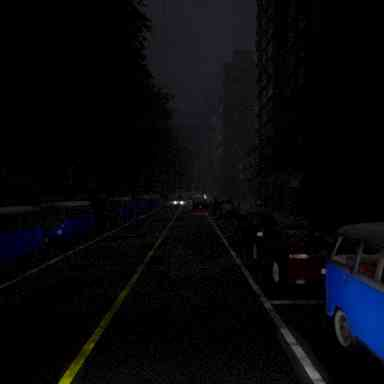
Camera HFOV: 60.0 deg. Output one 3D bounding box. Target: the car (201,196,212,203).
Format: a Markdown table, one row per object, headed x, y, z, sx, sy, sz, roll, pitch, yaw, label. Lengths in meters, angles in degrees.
| x | y | z | sx | sy | sz | roll | pitch | yaw | label |
| --- | --- | --- | --- | --- | --- | --- | --- | --- | --- |
| 2.856 | 1.459 | 65.870 | 1.887 | 1.381 | 4.507 | 0 | 0 | 0 | car |

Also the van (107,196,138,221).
| x | y | z | sx | sy | sz | roll | pitch | yaw | label |
| --- | --- | --- | --- | --- | --- | --- | --- | --- | --- |
| -5.671 | 1.325 | 26.229 | 1.690 | 1.788 | 3.998 | 0 | 0 | 0 | van |

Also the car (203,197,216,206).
| x | y | z | sx | sy | sz | roll | pitch | yaw | label |
| --- | --- | --- | --- | --- | --- | --- | --- | --- | --- |
| 2.855 | 1.521 | 54.549 | 1.802 | 1.307 | 4.206 | 0 | 0 | 0 | car |

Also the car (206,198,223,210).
| x | y | z | sx | sy | sz | roll | pitch | yaw | label |
| --- | --- | --- | --- | --- | --- | --- | --- | --- | --- |
| 2.855 | 1.505 | 43.228 | 1.887 | 1.381 | 4.507 | 0 | 0 | 0 | car |

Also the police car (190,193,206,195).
| x | y | z | sx | sy | sz | roll | pitch | yaw | label |
| --- | --- | --- | --- | --- | --- | --- | --- | --- | --- |
| 0.900 | 1.376 | 48.971 | 1.930 | 1.638 | 5.238 | 0 | 0 | 0 | police car |

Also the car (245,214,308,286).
| x | y | z | sx | sy | sz | roll | pitch | yaw | label |
| --- | --- | --- | --- | --- | --- | --- | --- | --- | --- |
| 2.854 | 1.541 | 9.265 | 1.887 | 1.381 | 4.507 | 0 | 0 | 0 | car |

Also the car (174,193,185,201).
| x | y | z | sx | sy | sz | roll | pitch | yaw | label |
| --- | --- | --- | --- | --- | --- | --- | --- | --- | --- |
| -3.001 | 1.427 | 75.916 | 1.895 | 1.301 | 4.718 | 0 | 0 | 0 | car |

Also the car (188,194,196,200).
| x | y | z | sx | sy | sz | roll | pitch | yaw | label |
| --- | --- | --- | --- | --- | --- | --- | --- | --- | --- |
| 0.000 | 1.247 | 89.414 | 2.128 | 1.511 | 4.902 | 0 | 0 | 0 | car |

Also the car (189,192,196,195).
| x | y | z | sx | sy | sz | roll | pitch | yaw | label |
| --- | --- | --- | --- | --- | --- | --- | --- | --- | --- |
| 0.899 | 1.290 | 54.830 | 2.097 | 1.767 | 4.553 | 0 | 0 | 0 | car |

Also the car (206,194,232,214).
| x | y | z | sx | sy | sz | roll | pitch | yaw | label |
| --- | --- | --- | --- | --- | --- | --- | --- | --- | --- |
| 2.854 | 1.293 | 31.907 | 2.192 | 1.841 | 5.009 | 0 | 0 | 0 | car |

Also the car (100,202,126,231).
| x | y | z | sx | sy | sz | roll | pitch | yaw | label |
| --- | --- | --- | --- | --- | --- | --- | --- | --- | --- |
| -5.671 | 1.534 | 20.571 | 1.887 | 1.381 | 4.507 | 0 | 0 | 0 | car |

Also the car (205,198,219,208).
| x | y | z | sx | sy | sz | roll | pitch | yaw | label |
| --- | --- | --- | --- | --- | --- | --- | --- | --- | --- |
| 2.855 | 1.532 | 48.888 | 1.802 | 1.307 | 4.206 | 0 | 0 | 0 | car |

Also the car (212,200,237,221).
| x | y | z | sx | sy | sz | roll | pitch | yaw | label |
| --- | --- | --- | --- | --- | --- | --- | --- | --- | --- |
| 2.855 | 1.566 | 26.246 | 1.802 | 1.307 | 4.206 | 0 | 0 | 0 | car |

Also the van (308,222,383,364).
| x | y | z | sx | sy | sz | roll | pitch | yaw | label |
| --- | --- | --- | --- | --- | --- | --- | --- | --- | --- |
| 2.853 | 1.339 | 3.605 | 1.690 | 1.788 | 3.998 | 0 | 0 | 0 | van |

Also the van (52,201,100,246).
| x | y | z | sx | sy | sz | roll | pitch | yaw | label |
| --- | --- | --- | --- | --- | --- | --- | --- | --- | --- |
| -5.672 | 1.335 | 14.913 | 1.690 | 1.788 | 3.998 | 0 | 0 | 0 | van |

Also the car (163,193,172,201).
| x | y | z | sx | sy | sz | roll | pitch | yaw | label |
| --- | --- | --- | --- | --- | --- | --- | --- | --- | --- |
| -5.669 | 1.200 | 77.150 | 2.192 | 1.841 | 5.009 | 0 | 0 | 0 | car |

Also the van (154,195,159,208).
| x | y | z | sx | sy | sz | roll | pitch | yaw | label |
| --- | --- | --- | --- | --- | --- | --- | --- | --- | --- |
| -5.671 | 1.302 | 43.202 | 1.690 | 1.788 | 3.998 | 0 | 0 | 0 | van |

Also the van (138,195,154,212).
| x | y | z | sx | sy | sz | roll | pitch | yaw | label |
| --- | --- | --- | --- | --- | --- | --- | --- | --- | --- |
| -5.671 | 1.311 | 37.545 | 1.690 | 1.788 | 3.998 | 0 | 0 | 0 | van |

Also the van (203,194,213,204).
| x | y | z | sx | sy | sz | roll | pitch | yaw | label |
| --- | --- | --- | --- | --- | --- | --- | --- | --- | --- |
| 2.855 | 1.268 | 60.209 | 1.690 | 1.788 | 3.998 | 0 | 0 | 0 | van |

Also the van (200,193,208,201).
| x | y | z | sx | sy | sz | roll | pitch | yaw | label |
| --- | --- | --- | --- | --- | --- | --- | --- | --- | --- |
| 2.855 | 1.226 | 77.190 | 1.690 | 1.788 | 3.998 | 0 | 0 | 0 | van |

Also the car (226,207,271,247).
| x | y | z | sx | sy | sz | roll | pitch | yaw | label |
| --- | --- | --- | --- | --- | --- | --- | --- | --- | --- |
| 2.854 | 1.559 | 14.925 | 1.947 | 1.339 | 4.313 | 0 | 0 | 0 | car |

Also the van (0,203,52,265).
| x | y | z | sx | sy | sz | roll | pitch | yaw | label |
| --- | --- | --- | --- | --- | --- | --- | --- | --- | --- |
| -5.672 | 1.337 | 9.256 | 1.690 | 1.788 | 3.998 | 0 | 0 | 0 | van |

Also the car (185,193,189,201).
| x | y | z | sx | sy | sz | roll | pitch | yaw | label |
| --- | --- | --- | --- | --- | --- | --- | --- | --- | --- |
| 0.000 | 1.334 | 74.309 | 1.994 | 1.385 | 4.181 | 0 | 0 | 0 | car |

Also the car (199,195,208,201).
| x | y | z | sx | sy | sz | roll | pitch | yaw | label |
| --- | --- | --- | --- | --- | --- | --- | --- | --- | --- |
| 2.856 | 1.435 | 82.851 | 1.947 | 1.339 | 4.313 | 0 | 0 | 0 | car |

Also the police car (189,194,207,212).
| x | y | z | sx | sy | sz | roll | pitch | yaw | label |
| --- | --- | --- | --- | --- | --- | --- | --- | --- | --- |
| 0.900 | 1.393 | 38.971 | 1.930 | 1.638 | 5.238 | 0 | 0 | 0 | police car |
